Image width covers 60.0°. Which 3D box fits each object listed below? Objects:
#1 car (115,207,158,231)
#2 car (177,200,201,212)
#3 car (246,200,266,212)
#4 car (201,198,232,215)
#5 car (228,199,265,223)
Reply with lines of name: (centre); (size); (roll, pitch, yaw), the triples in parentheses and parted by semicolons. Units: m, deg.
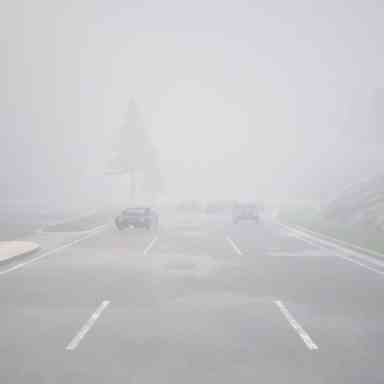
car: (-3.248, 1.600, 20.618); (1.895, 1.301, 4.718); (0, 0, 2)
car: (-0.106, 1.600, 37.853); (1.895, 1.301, 4.718); (0, 0, 16)
car: (7.639, 1.600, 39.468); (1.895, 1.301, 4.718); (0, 0, 16)
car: (2.570, 1.525, 34.260); (1.812, 1.442, 4.674); (0, 0, 15)
car: (4.035, 1.547, 25.432); (2.033, 1.411, 5.357); (0, 0, 5)
